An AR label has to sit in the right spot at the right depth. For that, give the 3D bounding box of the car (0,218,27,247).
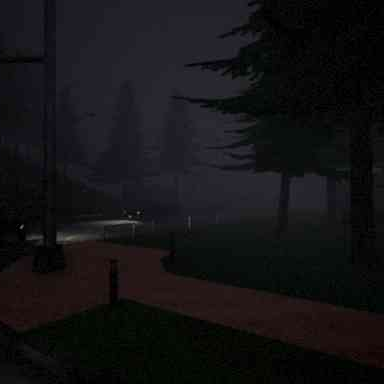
[{"bbox_3d":[-8.369,1.271,11.503,1.882,1.535,5.008,0,0,35],"label":"car"}]

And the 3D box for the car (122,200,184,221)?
[{"bbox_3d":[-2.801,1.332,25.508,2.033,1.411,5.357,0,0,36],"label":"car"}]
